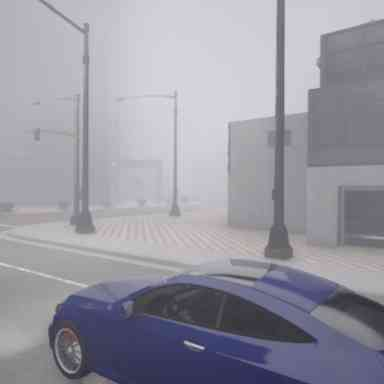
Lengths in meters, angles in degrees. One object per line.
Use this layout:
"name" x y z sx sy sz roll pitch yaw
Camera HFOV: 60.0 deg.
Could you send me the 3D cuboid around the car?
"car" 0.301 1.520 3.779 4.674 1.442 1.812 0 0 36
